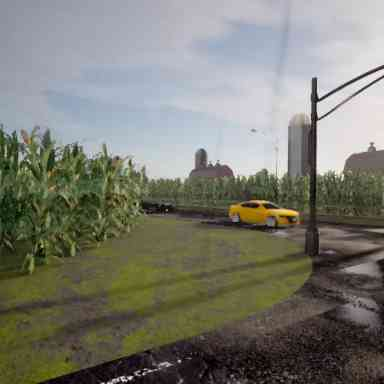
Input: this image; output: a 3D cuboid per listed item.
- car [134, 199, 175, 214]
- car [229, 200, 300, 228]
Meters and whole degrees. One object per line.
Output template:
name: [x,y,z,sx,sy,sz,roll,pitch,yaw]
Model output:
car: [-3.640,1.341,31.939,1.895,1.301,4.718,2,0,-38]
car: [4.460,1.322,21.092,1.882,1.535,5.008,2,0,-34]
